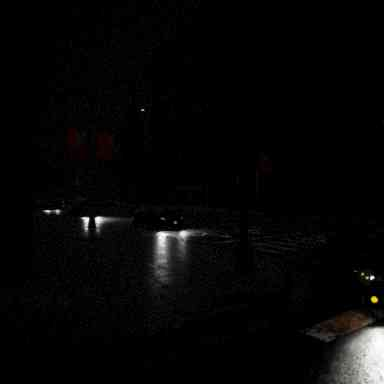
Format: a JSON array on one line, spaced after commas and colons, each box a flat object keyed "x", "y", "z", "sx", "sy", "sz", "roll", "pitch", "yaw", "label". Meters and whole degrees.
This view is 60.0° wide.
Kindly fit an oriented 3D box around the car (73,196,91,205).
[{"x": -21.996, "y": 1.612, "z": 66.267, "sx": 2.097, "sy": 1.767, "sz": 4.553, "roll": 0, "pitch": 0, "yaw": -36, "label": "car"}]

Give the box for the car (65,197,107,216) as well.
[{"x": -10.817, "y": 1.610, "z": 33.666, "sx": 2.128, "sy": 1.511, "sz": 4.902, "roll": 0, "pitch": 0, "yaw": -36, "label": "car"}]

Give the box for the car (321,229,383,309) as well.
[{"x": 4.263, "y": 1.561, "z": 7.577, "sx": 1.994, "sy": 1.385, "sz": 4.181, "roll": 0, "pitch": 0, "yaw": 12, "label": "car"}]

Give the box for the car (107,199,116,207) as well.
[{"x": -14.446, "y": 1.776, "z": 55.772, "sx": 1.994, "sy": 1.385, "sz": 4.181, "roll": 0, "pitch": 0, "yaw": -36, "label": "car"}]

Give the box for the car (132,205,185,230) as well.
[{"x": -2.354, "y": 1.587, "z": 21.886, "sx": 1.812, "sy": 1.442, "sz": 4.674, "roll": 0, "pitch": 0, "yaw": -36, "label": "car"}]

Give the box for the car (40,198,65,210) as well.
[{"x": -19.880, "y": 1.724, "z": 46.404, "sx": 2.033, "sy": 1.411, "sz": 5.357, "roll": 0, "pitch": 0, "yaw": -35, "label": "car"}]
